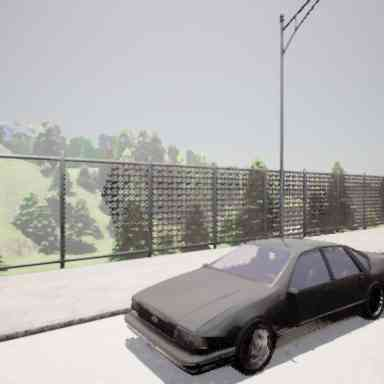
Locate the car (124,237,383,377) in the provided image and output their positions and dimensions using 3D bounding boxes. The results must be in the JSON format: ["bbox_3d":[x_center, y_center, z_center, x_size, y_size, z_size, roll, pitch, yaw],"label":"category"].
[{"bbox_3d":[1.626,1.549,5.767,5.357,1.411,2.033,0,0,-36],"label":"car"}]
